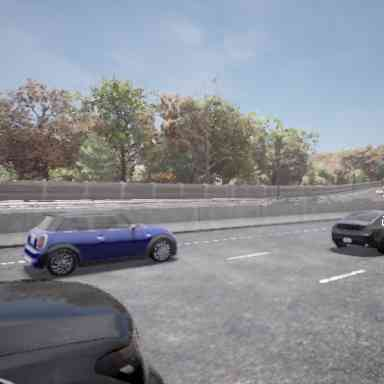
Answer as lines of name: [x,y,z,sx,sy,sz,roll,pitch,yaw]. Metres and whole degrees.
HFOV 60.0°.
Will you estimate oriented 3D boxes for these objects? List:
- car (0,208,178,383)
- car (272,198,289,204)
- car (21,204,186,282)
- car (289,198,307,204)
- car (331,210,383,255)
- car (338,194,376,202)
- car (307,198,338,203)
car: [-2.862,1.221,1.707,5.566,2.045,2.150,0,0,-35]
car: [13.300,1.609,47.760,4.181,1.385,1.994,0,0,-35]
car: [-2.667,1.354,10.439,4.553,1.767,2.097,0,0,-36]
car: [15.830,1.569,45.254,4.892,1.490,1.837,0,0,-35]
car: [7.612,1.515,13.474,4.892,1.490,1.837,0,0,-35]
car: [19.914,1.395,39.568,4.553,1.767,2.097,0,0,-35]
car: [17.247,1.537,41.977,4.902,1.511,2.128,0,0,-35]
